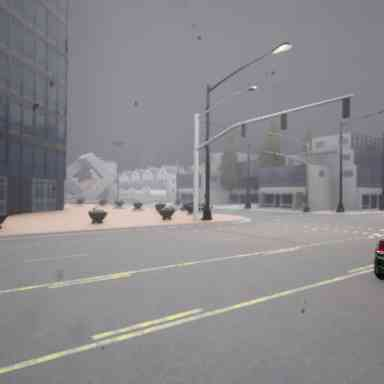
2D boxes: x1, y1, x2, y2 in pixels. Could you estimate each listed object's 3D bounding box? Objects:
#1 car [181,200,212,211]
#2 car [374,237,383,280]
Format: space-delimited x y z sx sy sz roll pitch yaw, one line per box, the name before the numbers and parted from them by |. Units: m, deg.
car | 0.520 1.646 40.026 1.994 1.385 4.181 1 -1 -35
car | 6.748 1.369 8.637 4.553 1.767 2.097 0 0 -35
